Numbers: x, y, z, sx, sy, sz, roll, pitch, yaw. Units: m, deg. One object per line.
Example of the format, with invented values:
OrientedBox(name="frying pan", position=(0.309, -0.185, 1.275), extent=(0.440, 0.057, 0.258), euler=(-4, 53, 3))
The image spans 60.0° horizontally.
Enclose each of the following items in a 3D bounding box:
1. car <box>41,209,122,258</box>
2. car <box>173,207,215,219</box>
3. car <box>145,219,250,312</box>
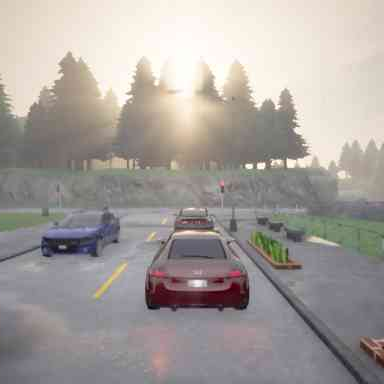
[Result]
OrientedBox(name="car", position=(-4.094, 1.477, 13.033), extent=(1.882, 1.535, 5.008), euler=(0, 0, 0))
OrientedBox(name="car", position=(0.091, 1.505, 16.721), extent=(1.837, 1.490, 4.892), euler=(0, 0, 0))
OrientedBox(name="car", position=(0.096, 1.564, 7.809), extent=(1.994, 1.385, 4.181), euler=(0, 0, 0))
